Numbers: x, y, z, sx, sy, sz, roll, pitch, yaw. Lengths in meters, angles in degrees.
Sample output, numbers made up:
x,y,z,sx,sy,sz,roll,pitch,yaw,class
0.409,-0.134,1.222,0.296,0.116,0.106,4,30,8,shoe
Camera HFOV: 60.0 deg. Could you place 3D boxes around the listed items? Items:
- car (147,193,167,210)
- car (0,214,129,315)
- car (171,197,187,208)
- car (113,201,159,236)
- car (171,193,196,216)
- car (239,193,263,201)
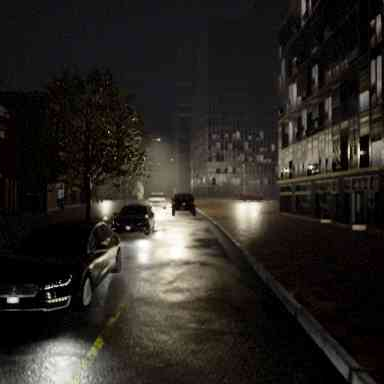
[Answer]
x,y,z,sx,sy,sz,roll,pitch,yaw,class
-4.279,1.127,41.064,2.150,2.045,5.566,0,0,-4,car
-2.903,1.488,7.766,1.837,1.490,4.892,0,0,-1,car
-1.876,1.419,46.244,1.812,1.442,4.674,0,0,-7,car
-3.104,1.463,18.301,1.837,1.490,4.892,0,0,-1,car
-0.846,1.146,31.834,2.150,2.045,5.566,0,0,-3,car
12.152,1.040,68.661,5.009,1.841,2.192,0,-1,13,car
